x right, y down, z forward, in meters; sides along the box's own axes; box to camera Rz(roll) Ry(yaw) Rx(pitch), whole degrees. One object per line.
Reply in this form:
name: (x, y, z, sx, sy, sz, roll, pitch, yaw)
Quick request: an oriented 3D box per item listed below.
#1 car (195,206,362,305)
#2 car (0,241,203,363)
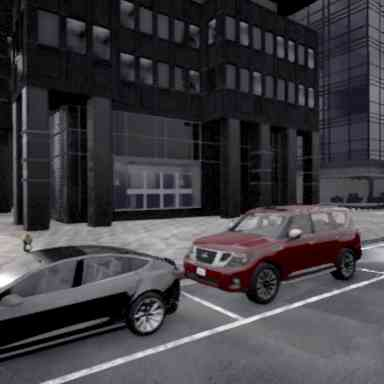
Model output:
car: (2.232, 1.298, 8.261, 5.009, 1.841, 2.192, 0, 0, -36)
car: (-2.175, 1.568, 5.097, 4.313, 1.339, 1.947, 0, 0, -36)
